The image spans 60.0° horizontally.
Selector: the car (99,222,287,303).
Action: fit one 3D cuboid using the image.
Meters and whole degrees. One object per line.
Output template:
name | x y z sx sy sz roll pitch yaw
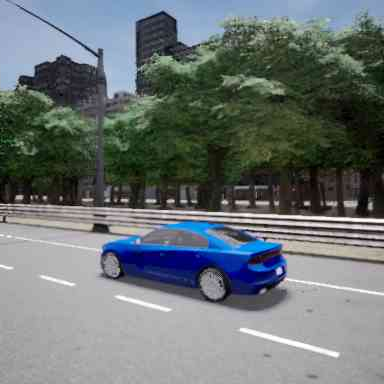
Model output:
car | -0.215 1.502 8.320 5.008 1.535 1.882 0 0 36
